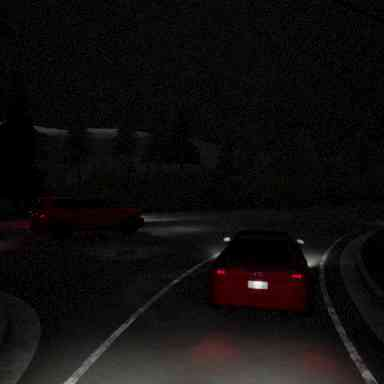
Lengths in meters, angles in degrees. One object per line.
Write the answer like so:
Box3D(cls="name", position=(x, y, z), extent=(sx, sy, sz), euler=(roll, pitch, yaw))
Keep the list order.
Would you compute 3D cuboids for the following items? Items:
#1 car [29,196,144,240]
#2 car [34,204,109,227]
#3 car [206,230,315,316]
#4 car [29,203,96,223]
Box3D(cls="car", position=(-5.278, 1.222, 17.134), extent=(5.566, 2.045, 2.150), euler=(0, 0, -32))
Box3D(cls="car", position=(-8.425, 1.600, 23.419), extent=(4.718, 1.301, 1.895), euler=(0, 0, -32))
Box3D(cls="car", position=(1.612, 1.564, 7.655), extent=(1.994, 1.385, 4.181), euler=(0, 0, 14))
Box3D(cls="car", position=(-10.219, 1.599, 26.425), extent=(4.718, 1.301, 1.895), euler=(0, 0, -32))
